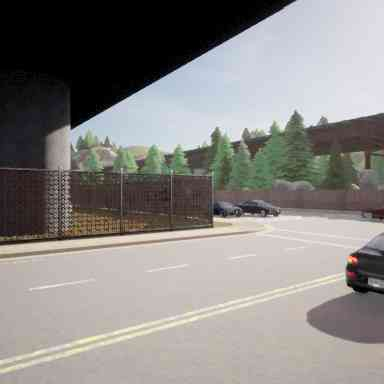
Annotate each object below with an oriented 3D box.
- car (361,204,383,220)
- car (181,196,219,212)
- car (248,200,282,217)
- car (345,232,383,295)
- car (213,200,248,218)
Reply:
[{"bbox_3d":[15.468,1.478,25.268,1.882,1.535,5.008,1,-1,-29],"label":"car"},{"bbox_3d":[0.855,1.352,39.085,2.097,1.767,4.553,0,0,-36],"label":"car"},{"bbox_3d":[6.253,1.505,31.631,1.837,1.490,4.892,0,0,-36],"label":"car"},{"bbox_3d":[5.304,1.526,7.529,4.674,1.442,1.812,0,0,-36],"label":"car"},{"bbox_3d":[2.738,1.564,30.522,1.994,1.385,4.181,0,0,-36],"label":"car"}]
